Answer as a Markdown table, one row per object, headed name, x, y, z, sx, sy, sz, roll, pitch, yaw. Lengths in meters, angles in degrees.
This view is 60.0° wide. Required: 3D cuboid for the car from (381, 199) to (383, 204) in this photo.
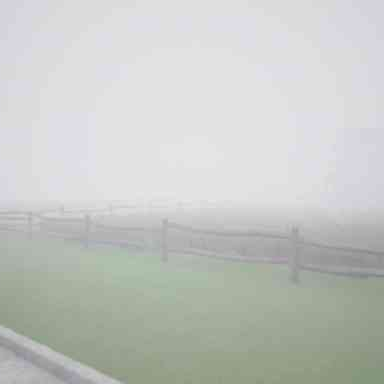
| name | x | y | z | sx | sy | sz | roll | pitch | yaw |
| --- | --- | --- | --- | --- | --- | --- | --- | --- | --- |
| car | 28.636 | 1.219 | 45.636 | 4.605 | 1.855 | 1.932 | 0 | 0 | 35 |
